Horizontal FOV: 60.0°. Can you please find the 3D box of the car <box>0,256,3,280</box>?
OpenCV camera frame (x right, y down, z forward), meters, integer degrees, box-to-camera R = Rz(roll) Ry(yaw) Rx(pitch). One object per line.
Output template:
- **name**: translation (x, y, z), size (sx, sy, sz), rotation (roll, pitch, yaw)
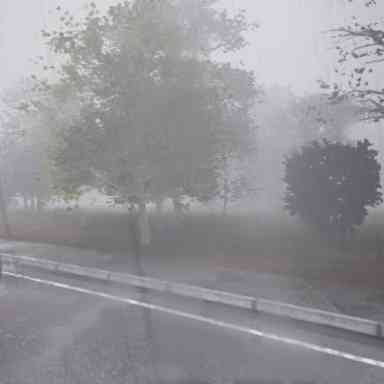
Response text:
- **car**: translation (-6.378, 1.519, 7.830), size (4.674, 1.442, 1.812), rotation (0, 0, 31)
